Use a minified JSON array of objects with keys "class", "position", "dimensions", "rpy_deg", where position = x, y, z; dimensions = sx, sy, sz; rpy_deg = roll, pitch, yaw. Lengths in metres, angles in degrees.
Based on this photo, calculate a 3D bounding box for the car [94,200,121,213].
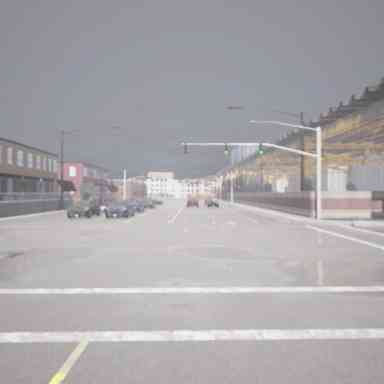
[{"class":"car","position":[-10.596,1.799,41.927],"dimensions":[2.128,1.511,4.902],"rpy_deg":[0,0,0]}]

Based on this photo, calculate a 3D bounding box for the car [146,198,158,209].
[{"class":"car","position":[-7.087,1.738,52.648],"dimensions":[2.097,1.767,4.553],"rpy_deg":[0,0,0]}]

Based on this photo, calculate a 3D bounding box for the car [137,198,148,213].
[{"class":"car","position":[-7.097,1.831,41.589],"dimensions":[1.812,1.442,4.674],"rpy_deg":[0,0,0]}]

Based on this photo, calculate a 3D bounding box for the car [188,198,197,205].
[{"class":"car","position":[0.034,2.019,70.295],"dimensions":[1.837,1.490,4.892],"rpy_deg":[0,0,0]}]

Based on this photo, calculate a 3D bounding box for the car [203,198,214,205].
[{"class":"car","position":[3.536,2.060,70.365],"dimensions":[2.033,1.411,5.357],"rpy_deg":[0,0,0]}]

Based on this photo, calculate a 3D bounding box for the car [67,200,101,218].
[{"class":"car","position":[-10.594,1.592,32.775],"dimensions":[2.097,1.767,4.553],"rpy_deg":[0,0,0]}]

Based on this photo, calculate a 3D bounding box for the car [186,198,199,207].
[{"class":"car","position":[0.099,1.784,58.948],"dimensions":[2.097,1.767,4.553],"rpy_deg":[0,0,0]}]

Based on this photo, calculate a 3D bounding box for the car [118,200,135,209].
[{"class":"car","position":[-10.585,1.959,53.953],"dimensions":[1.994,1.385,4.181],"rpy_deg":[0,0,0]}]

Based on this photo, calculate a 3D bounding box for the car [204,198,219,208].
[{"class":"car","position":[3.598,2.026,58.061],"dimensions":[1.895,1.301,4.718],"rpy_deg":[0,0,0]}]

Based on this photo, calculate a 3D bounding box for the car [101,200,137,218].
[{"class":"car","position":[-7.094,1.593,32.904],"dimensions":[2.097,1.767,4.553],"rpy_deg":[0,0,0]}]

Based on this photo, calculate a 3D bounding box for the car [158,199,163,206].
[{"class":"car","position":[-7.001,2.167,68.503],"dimensions":[1.895,1.301,4.718],"rpy_deg":[0,0,0]}]
